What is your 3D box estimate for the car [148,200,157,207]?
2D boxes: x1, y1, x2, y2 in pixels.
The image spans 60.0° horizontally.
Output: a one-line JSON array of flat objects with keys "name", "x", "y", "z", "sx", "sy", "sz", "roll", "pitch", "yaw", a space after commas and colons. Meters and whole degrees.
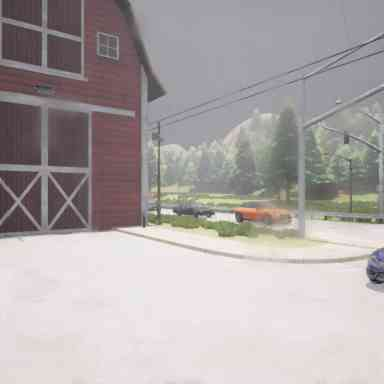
[{"name": "car", "x": -5.559, "y": 1.841, "z": 41.674, "sx": 1.994, "sy": 1.385, "sz": 4.181, "roll": 0, "pitch": 0, "yaw": -35}]

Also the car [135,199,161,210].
[{"name": "car", "x": -6.605, "y": 1.849, "z": 49.579, "sx": 1.812, "sy": 1.442, "sz": 4.674, "roll": 0, "pitch": 0, "yaw": -34}]

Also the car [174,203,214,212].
[{"name": "car", "x": 0.060, "y": 1.771, "z": 33.457, "sx": 2.033, "sy": 1.411, "sz": 5.357, "roll": 0, "pitch": 0, "yaw": -34}]

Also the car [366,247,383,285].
[{"name": "car", "x": 6.371, "y": 1.573, "z": 8.540, "sx": 4.674, "sy": 1.442, "sz": 1.812, "roll": 0, "pitch": 0, "yaw": -35}]

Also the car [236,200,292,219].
[{"name": "car", "x": 5.438, "y": 1.526, "z": 25.599, "sx": 2.097, "sy": 1.767, "sz": 4.553, "roll": 0, "pitch": 0, "yaw": -34}]
